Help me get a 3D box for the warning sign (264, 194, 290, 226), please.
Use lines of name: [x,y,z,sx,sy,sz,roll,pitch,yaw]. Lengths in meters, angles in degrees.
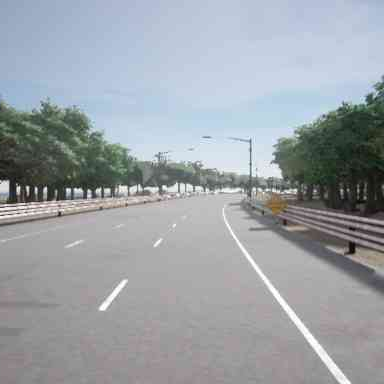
warning sign: [5.064,1.071,19.901,1.300,1.860,1.060,0,0,3]
